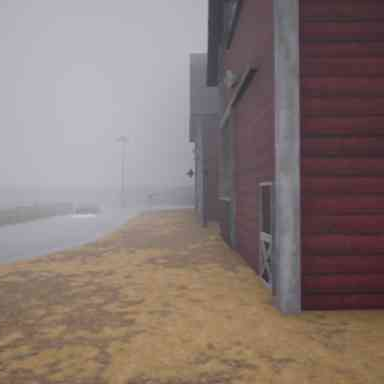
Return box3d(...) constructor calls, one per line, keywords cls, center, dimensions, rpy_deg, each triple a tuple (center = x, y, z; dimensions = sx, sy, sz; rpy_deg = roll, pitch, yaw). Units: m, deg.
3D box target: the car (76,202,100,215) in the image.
box3d(cls="car", center=(-11.876, 1.827, 38.174), dimensions=(1.994, 1.385, 4.181), rpy_deg=(0, 0, -4))
